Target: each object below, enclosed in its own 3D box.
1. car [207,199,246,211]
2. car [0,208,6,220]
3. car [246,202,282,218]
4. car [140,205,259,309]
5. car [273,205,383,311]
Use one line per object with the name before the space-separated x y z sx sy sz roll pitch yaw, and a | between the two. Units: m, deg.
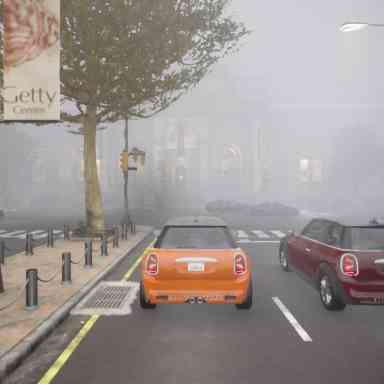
car | 3.830 1.491 33.015 4.902 1.511 2.128 0 0 0
car | -17.327 1.478 27.223 5.008 1.535 1.882 0 -1 31
car | 7.254 1.564 29.499 4.181 1.385 1.994 0 0 0
car | 0.086 1.352 8.030 2.097 1.767 4.553 0 0 0
car | 3.585 1.352 7.933 2.097 1.767 4.553 0 0 0
